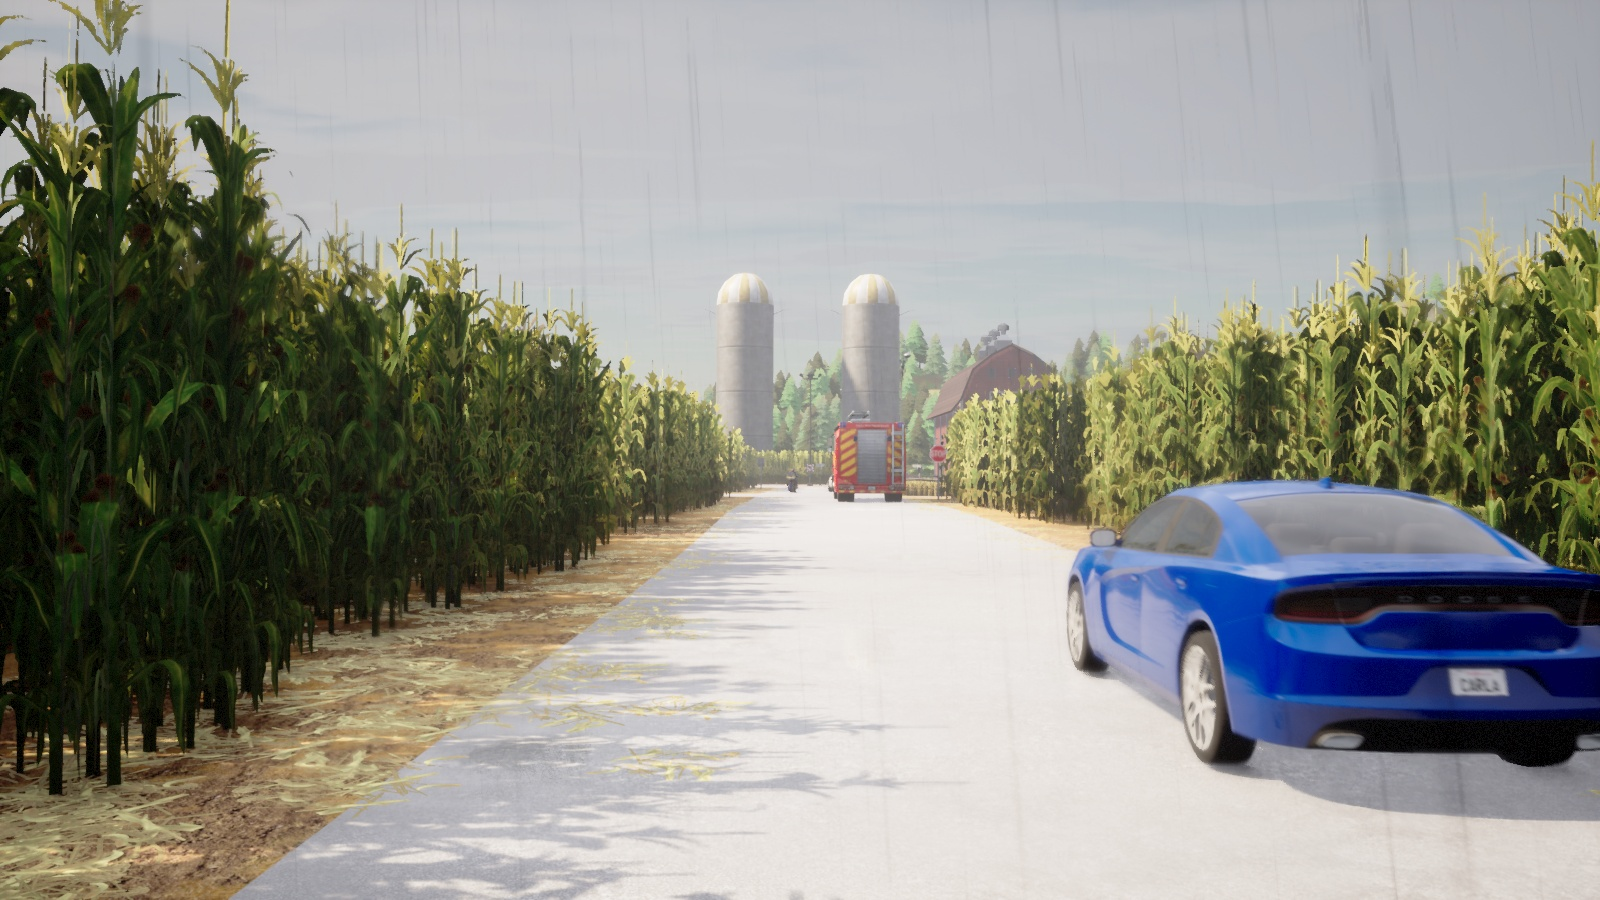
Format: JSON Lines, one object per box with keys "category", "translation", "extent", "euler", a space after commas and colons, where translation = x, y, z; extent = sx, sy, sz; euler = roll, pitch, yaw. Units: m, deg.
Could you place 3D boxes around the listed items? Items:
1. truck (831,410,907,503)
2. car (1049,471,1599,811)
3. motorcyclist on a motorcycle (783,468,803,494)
{"category": "truck", "translation": [2.958, 0.318, 56.113], "extent": [2.891, 3.827, 8.468], "euler": [0, -1, 0]}
{"category": "car", "translation": [3.079, 0.916, 8.249], "extent": [1.882, 1.535, 5.008], "euler": [0, -1, 0]}
{"category": "motorcyclist on a motorcycle", "translation": [-0.432, 1.889, 76.013], "extent": [0.866, 1.530, 2.191], "euler": [-1, -1, 8]}
